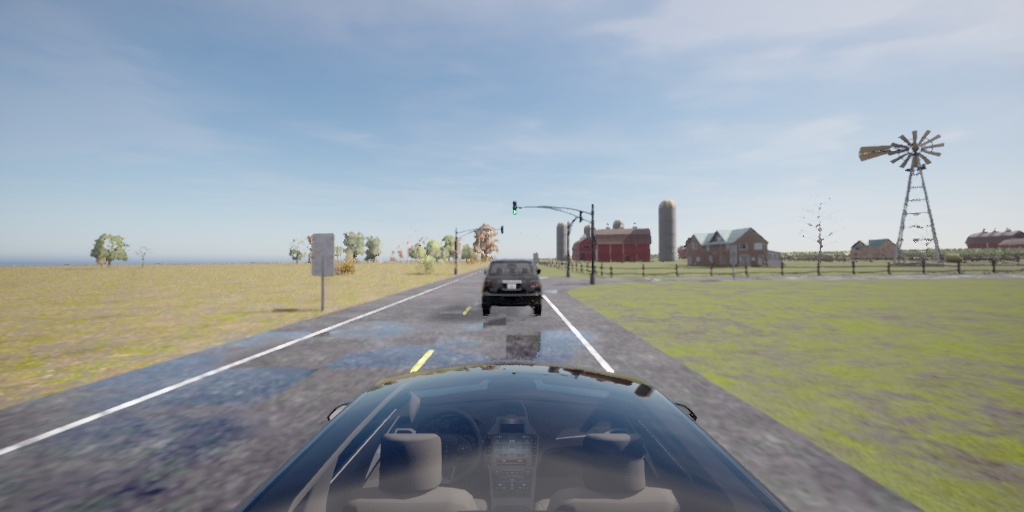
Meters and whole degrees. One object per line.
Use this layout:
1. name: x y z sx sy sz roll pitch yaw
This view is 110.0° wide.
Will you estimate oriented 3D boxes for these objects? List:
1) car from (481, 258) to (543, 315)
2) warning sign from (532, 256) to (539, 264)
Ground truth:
1. car: 0.014 1.106 14.452 2.150 2.045 5.566 0 0 1
2. warning sign: 3.531 1.440 61.206 1.300 1.860 1.060 0 0 0
